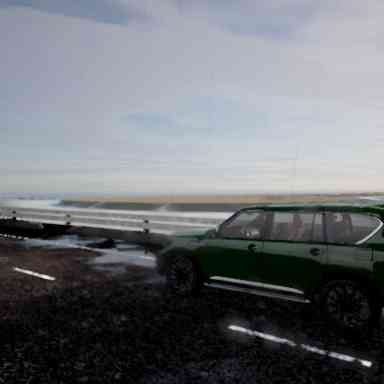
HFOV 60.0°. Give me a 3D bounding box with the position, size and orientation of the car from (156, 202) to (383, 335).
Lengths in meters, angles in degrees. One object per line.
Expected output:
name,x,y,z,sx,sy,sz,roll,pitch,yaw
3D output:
car,1.819,1.237,6.995,5.566,2.045,2.150,0,0,35
